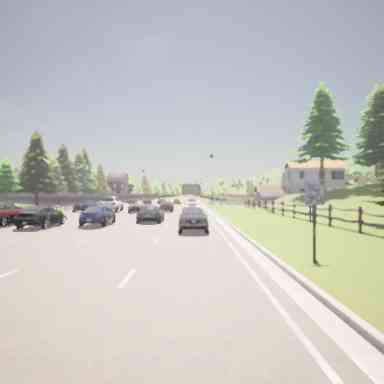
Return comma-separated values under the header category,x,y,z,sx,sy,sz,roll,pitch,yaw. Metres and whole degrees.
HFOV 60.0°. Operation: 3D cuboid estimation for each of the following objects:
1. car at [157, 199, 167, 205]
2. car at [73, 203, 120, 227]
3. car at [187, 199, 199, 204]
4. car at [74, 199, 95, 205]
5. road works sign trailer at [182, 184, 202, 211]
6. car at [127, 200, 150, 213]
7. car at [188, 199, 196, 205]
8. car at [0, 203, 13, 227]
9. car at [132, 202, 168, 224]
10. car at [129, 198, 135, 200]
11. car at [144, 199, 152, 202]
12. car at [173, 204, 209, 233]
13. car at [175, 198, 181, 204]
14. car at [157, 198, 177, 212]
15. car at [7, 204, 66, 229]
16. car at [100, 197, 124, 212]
category,x,y,z,sx,sy,sz,roll,pitch,yaw
car,-7.014,2.273,77.653,1.994,1.385,4.181,0,-1,0
car,-6.919,1.755,24.588,1.812,1.442,4.674,0,-1,0
car,0.069,1.820,38.887,1.812,1.442,4.674,0,3,0
car,-13.908,1.759,43.765,2.097,1.767,4.553,0,-1,0
road works sign trailer,-0.139,0.762,42.728,2.380,3.560,2.880,0,-7,-3
car,-6.908,1.997,42.592,1.895,1.301,4.718,0,-1,0
car,-0.014,2.277,78.071,1.994,1.385,4.181,0,-1,0
car,-13.904,1.581,24.619,2.097,1.767,4.553,0,-1,0
car,-3.404,1.822,27.743,1.994,1.385,4.181,0,-1,0
car,-14.014,2.245,77.652,1.812,1.442,4.674,0,-1,0
car,-10.514,2.277,78.036,1.994,1.385,4.181,0,-1,0
car,0.096,1.744,21.131,2.033,1.411,5.357,0,-1,0
car,-3.514,2.202,78.071,1.882,1.535,5.008,0,-1,0
car,-3.422,1.945,45.116,1.812,1.442,4.674,0,-1,0
car,-10.404,1.720,23.108,1.837,1.490,4.892,0,0,0
car,-10.407,1.624,43.320,2.150,2.045,5.566,0,-1,0
